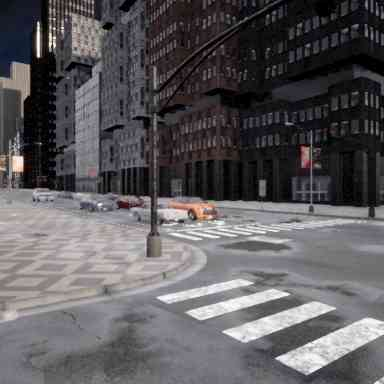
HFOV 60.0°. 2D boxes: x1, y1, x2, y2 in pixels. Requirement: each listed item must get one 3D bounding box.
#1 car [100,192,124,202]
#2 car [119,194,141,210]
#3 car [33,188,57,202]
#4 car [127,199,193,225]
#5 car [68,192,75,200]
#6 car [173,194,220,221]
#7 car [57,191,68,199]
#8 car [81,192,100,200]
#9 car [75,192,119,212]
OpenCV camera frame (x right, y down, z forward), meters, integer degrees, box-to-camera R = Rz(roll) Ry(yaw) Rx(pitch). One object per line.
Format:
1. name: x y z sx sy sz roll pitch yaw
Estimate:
1. car: -13.002 0.763 54.069 2.128 1.511 4.902 0 1 -36
2. car: -5.958 1.074 32.830 1.882 1.535 5.008 0 1 -36
3. car: -22.707 0.462 50.678 2.150 2.045 5.566 0 1 -36
4. car: -2.227 1.355 22.091 1.895 1.301 4.718 0 1 -36
5. car: -19.279 0.706 57.226 1.812 1.442 4.674 0 1 -35
6. car: 0.042 1.093 24.511 2.097 1.767 4.553 0 1 -34
7. car: -25.087 0.571 65.286 2.033 1.411 5.357 0 1 -36
8. car: -19.073 0.712 62.498 1.895 1.301 4.718 0 1 -36
9. car: -9.113 0.941 31.654 2.097 1.767 4.553 0 1 -36
